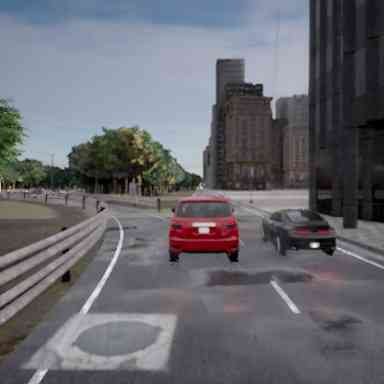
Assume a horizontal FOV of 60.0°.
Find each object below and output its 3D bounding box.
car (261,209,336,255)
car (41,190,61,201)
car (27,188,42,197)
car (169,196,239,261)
[{"bbox_3d":[3.920,1.412,12.908,1.837,1.490,4.892,0,0,1],"label":"car"},{"bbox_3d":[-25.573,0.802,61.463,1.837,1.490,4.892,-1,2,-44],"label":"car"},{"bbox_3d":[-32.551,0.205,68.993,2.150,2.045,5.566,-1,2,-38],"label":"car"},{"bbox_3d":[0.395,1.150,12.063,2.150,2.045,5.566,0,0,1],"label":"car"}]
